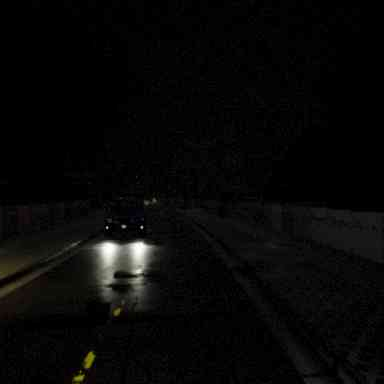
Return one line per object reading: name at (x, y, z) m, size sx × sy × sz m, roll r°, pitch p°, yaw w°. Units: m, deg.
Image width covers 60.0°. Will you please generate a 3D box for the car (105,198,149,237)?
car at (-3.789, 1.472, 20.109) m, size 2.150 × 2.045 × 5.566 m, roll 0°, pitch -1°, yaw -5°
